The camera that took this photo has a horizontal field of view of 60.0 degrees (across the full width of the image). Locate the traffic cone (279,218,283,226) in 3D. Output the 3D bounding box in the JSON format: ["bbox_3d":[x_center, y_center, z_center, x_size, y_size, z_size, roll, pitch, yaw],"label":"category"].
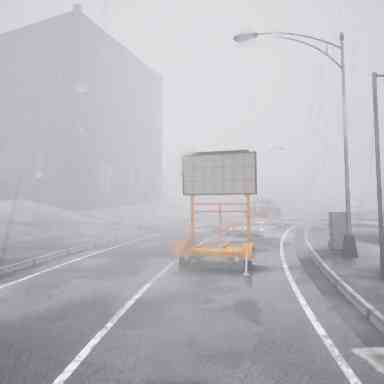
[{"bbox_3d":[6.103,2.049,22.734,0.340,0.580,0.340,-2,-1,17],"label":"traffic cone"}]

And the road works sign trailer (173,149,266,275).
[{"bbox_3d":[0.920,0.493,10.681,2.380,3.560,2.880,-1,0,18],"label":"road works sign trailer"}]

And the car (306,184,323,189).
[{"bbox_3d":[27.991,-1.066,78.951,4.792,1.488,2.163,2,-5,-28],"label":"car"}]

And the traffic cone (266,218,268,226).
[{"bbox_3d":[5.148,2.080,23.019,0.340,0.580,0.340,-2,-1,17],"label":"traffic cone"}]

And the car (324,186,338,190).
[{"bbox_3d":[32.788,-0.835,81.672,4.674,1.452,2.002,3,-5,-30],"label":"car"}]

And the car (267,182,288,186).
[{"bbox_3d":[18.047,-1.522,73.707,5.008,1.535,2.097,2,-5,-26],"label":"car"}]

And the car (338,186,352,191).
[{"bbox_3d":[37.441,-0.646,84.449,4.892,1.521,2.231,3,-5,-31],"label":"car"}]

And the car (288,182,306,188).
[{"bbox_3d":[22.960,-1.442,76.234,4.553,1.767,2.185,2,-5,-27],"label":"car"}]

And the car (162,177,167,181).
[{"bbox_3d":[-7.062,-2.466,62.396,4.553,1.767,2.185,2,-5,-24],"label":"car"}]

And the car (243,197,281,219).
[{"bbox_3d":[7.055,1.582,32.967,2.150,2.045,5.566,-3,-3,34],"label":"car"}]

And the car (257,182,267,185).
[{"bbox_3d":[13.059,-1.678,71.281,4.674,1.452,2.002,2,-5,-25],"label":"car"}]
